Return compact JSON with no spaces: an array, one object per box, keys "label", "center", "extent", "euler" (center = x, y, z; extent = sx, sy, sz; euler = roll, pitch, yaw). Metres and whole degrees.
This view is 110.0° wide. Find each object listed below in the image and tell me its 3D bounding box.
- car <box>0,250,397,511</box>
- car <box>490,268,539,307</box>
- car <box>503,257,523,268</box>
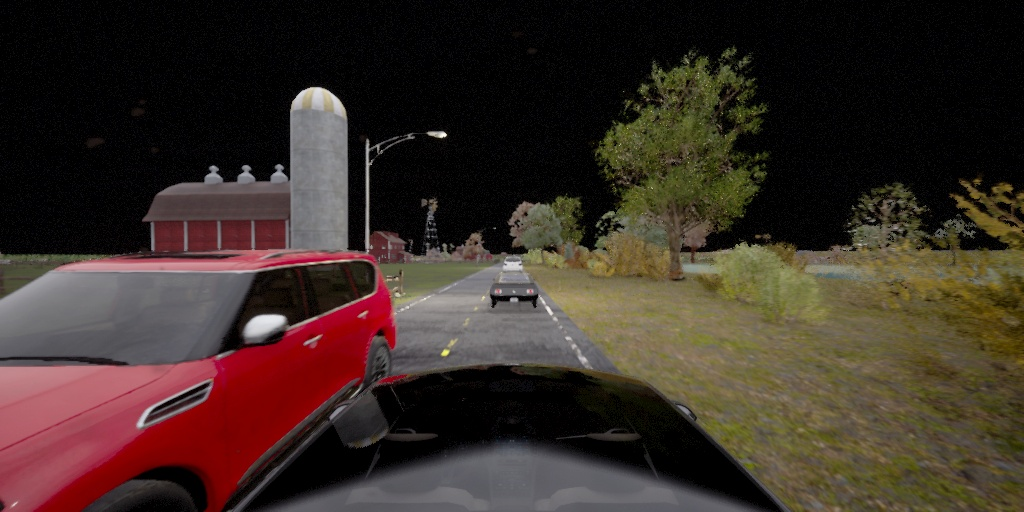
[{"label":"car","center":[-2.846,0.966,3.366],"extent":[2.150,2.045,5.566],"euler":[0,1,0]},{"label":"car","center":[0.090,1.378,15.702],"extent":[1.895,1.301,4.718],"euler":[0,0,0]},{"label":"car","center":[0.096,1.116,41.819],"extent":[2.150,2.045,5.566],"euler":[0,0,0]}]
